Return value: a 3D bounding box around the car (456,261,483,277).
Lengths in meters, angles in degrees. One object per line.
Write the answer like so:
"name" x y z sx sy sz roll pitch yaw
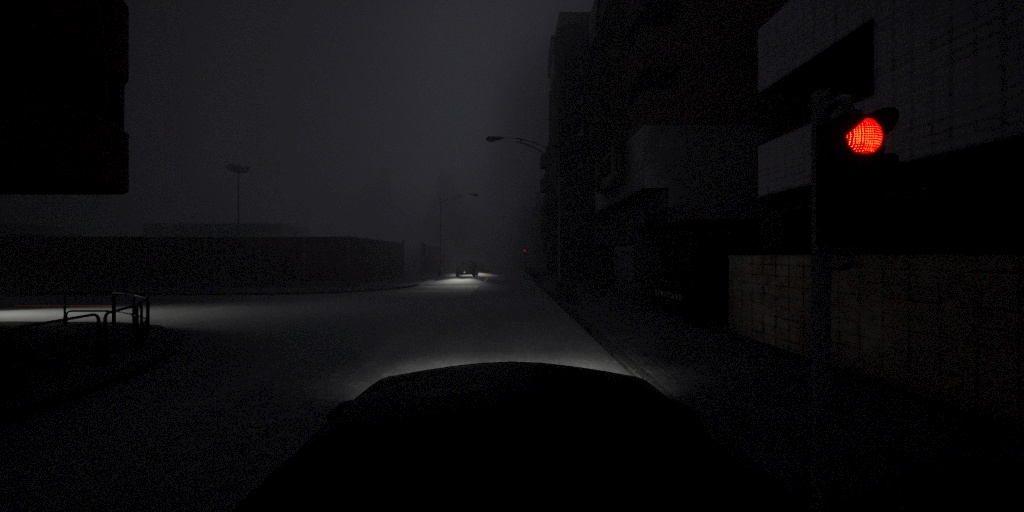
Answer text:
"car" -4.410 1.241 35.665 2.128 1.511 4.902 0 0 0

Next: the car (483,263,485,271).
"car" -4.477 1.350 45.779 1.895 1.301 4.718 0 0 0
